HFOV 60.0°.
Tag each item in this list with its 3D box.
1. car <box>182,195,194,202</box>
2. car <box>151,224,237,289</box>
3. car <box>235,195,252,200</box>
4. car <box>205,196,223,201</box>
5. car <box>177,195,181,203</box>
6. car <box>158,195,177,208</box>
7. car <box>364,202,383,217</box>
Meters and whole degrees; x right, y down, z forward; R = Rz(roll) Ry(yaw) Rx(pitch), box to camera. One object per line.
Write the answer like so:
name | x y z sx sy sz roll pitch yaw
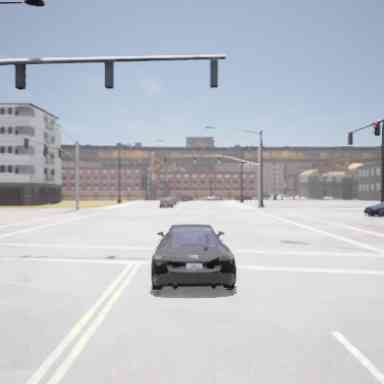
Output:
car | -1.099 1.408 76.889 1.837 1.490 4.892 0 0 23
car | -0.021 1.553 9.124 1.994 1.385 4.181 0 0 -2
car | 13.419 1.420 86.340 4.902 1.511 2.128 0 0 -24
car | 5.376 1.499 80.415 1.895 1.301 4.718 0 0 44
car | -3.566 1.424 56.569 2.128 1.511 4.902 0 0 0
car | -3.578 1.469 47.429 1.812 1.442 4.674 0 0 0
car | 17.060 1.399 28.430 4.181 1.385 1.994 -1 0 1
